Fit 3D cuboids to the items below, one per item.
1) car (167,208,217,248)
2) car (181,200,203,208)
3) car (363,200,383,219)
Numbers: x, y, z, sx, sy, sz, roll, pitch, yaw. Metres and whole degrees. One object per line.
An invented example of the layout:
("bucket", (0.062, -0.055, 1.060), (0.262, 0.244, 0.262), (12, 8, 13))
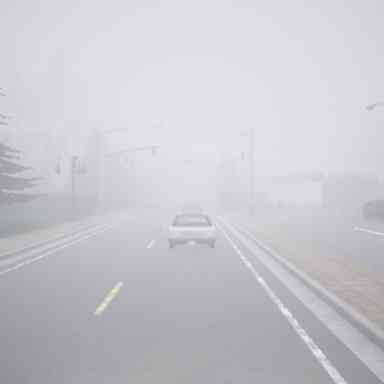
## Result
("car", (0.000, 1.614, 14.680), (1.895, 1.301, 4.718), (0, 0, 0))
("car", (0.000, 1.493, 29.650), (2.128, 1.511, 4.902), (0, 0, 0))
("car", (14.203, 1.337, 24.074), (2.007, 1.523, 4.514), (0, 0, 0))
